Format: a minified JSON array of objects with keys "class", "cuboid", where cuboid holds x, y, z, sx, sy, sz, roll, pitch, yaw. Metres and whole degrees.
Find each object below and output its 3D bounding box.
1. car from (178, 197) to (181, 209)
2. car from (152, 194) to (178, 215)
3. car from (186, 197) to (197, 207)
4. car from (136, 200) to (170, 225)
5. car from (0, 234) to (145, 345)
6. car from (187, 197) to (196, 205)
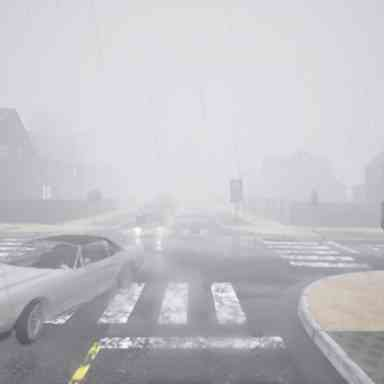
[{"class":"car","cuboid":[-2.907,1.444,44.832,2.097,1.767,4.553,0,0,0]},{"class":"car","cuboid":[-2.901,1.266,34.941,2.150,2.045,5.566,0,0,0]},{"class":"car","cuboid":[-0.093,1.734,56.529,1.994,1.385,4.181,0,0,0]},{"class":"car","cuboid":[-2.889,1.540,24.484,1.812,1.442,4.674,0,0,0]},{"class":"car","cuboid":[-2.743,1.596,6.639,1.895,1.301,4.718,0,0,17]},{"class":"car","cuboid":[-0.111,1.755,66.537,1.837,1.490,4.892,0,0,0]}]
